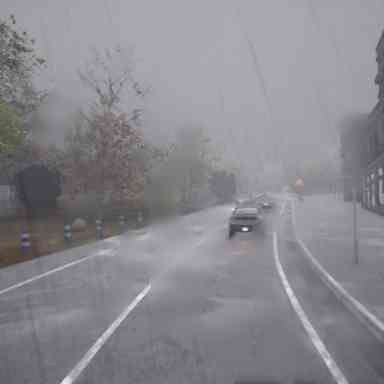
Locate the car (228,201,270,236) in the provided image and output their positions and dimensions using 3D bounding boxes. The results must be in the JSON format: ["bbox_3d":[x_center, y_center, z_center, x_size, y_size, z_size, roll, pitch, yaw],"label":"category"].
[{"bbox_3d":[3.143,1.489,18.314,1.837,1.490,4.892,-1,1,14],"label":"car"}]

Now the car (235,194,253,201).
[{"bbox_3d":[6.740,0.972,43.094,2.128,1.511,4.902,-1,1,17],"label":"car"}]

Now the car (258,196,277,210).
[{"bbox_3d":[8.026,1.144,35.463,1.994,1.385,4.181,-1,1,16],"label":"car"}]
